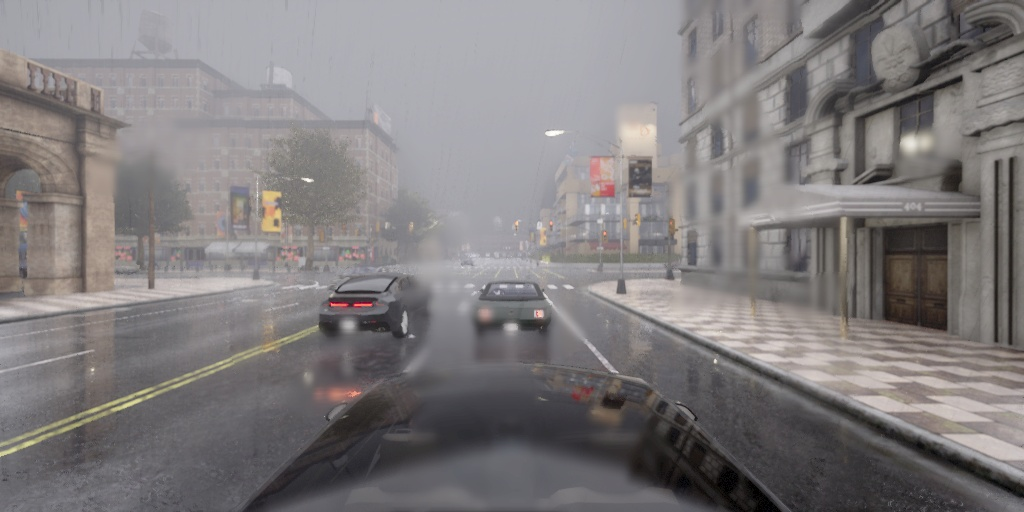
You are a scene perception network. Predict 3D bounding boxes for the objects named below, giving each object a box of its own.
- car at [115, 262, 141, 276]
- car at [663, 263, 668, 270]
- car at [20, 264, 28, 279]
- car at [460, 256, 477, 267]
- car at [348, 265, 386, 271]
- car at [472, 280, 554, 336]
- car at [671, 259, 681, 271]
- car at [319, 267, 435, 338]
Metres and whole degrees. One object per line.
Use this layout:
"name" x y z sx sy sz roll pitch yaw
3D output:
"car" -40.390 1.263 36.010 4.718 1.301 1.895 0 0 0
"car" 22.633 1.156 47.875 4.674 1.442 1.812 0 0 0
"car" -41.606 1.235 32.508 4.181 1.385 1.994 0 0 0
"car" -7.483 1.055 60.391 1.994 1.385 4.181 0 0 0
"car" -7.115 1.211 17.608 2.128 1.511 4.902 0 0 -1
"car" 0.014 1.329 10.310 1.895 1.301 4.718 0 0 0
"car" 22.695 1.165 44.377 4.674 1.442 1.812 0 0 0
"car" -3.487 1.233 10.088 1.837 1.490 4.892 0 0 0
